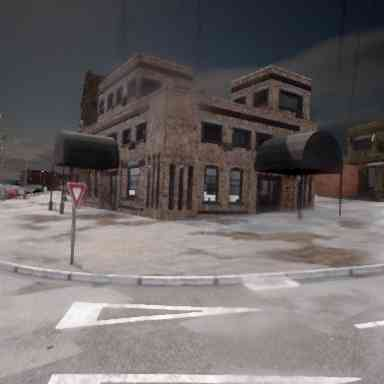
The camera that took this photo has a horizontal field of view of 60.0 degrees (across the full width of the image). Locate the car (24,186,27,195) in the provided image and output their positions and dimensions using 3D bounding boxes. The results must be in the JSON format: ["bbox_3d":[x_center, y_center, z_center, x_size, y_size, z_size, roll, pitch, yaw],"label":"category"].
[{"bbox_3d":[-34.141,-0.024,61.659,5.366,1.575,1.946,3,1,-18],"label":"car"}]

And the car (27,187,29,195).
[{"bbox_3d":[-34.806,-0.044,64.314,4.674,1.452,2.002,3,1,-17],"label":"car"}]

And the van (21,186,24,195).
[{"bbox_3d":[-32.975,-0.160,59.163,4.442,1.987,1.878,3,1,-19],"label":"van"}]

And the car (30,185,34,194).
[{"bbox_3d":[-36.382,-0.201,69.538,4.792,1.488,2.163,3,1,-16],"label":"car"}]

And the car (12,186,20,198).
[{"bbox_3d":[-30.342,0.018,51.554,5.566,2.045,2.435,3,0,-20],"label":"car"}]

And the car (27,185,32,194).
[{"bbox_3d":[-35.650,-0.129,66.910,4.792,1.488,2.163,3,1,-17],"label":"car"}]

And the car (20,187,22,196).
[{"bbox_3d":[-32.213,0.171,56.563,4.674,1.452,2.002,3,1,-19],"label":"car"}]

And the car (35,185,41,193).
[{"bbox_3d":[-38.673,-0.432,77.534,4.792,1.488,2.163,3,1,-14],"label":"car"}]

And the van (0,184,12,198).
[{"bbox_3d":[-29.509,0.104,48.935,4.442,1.987,1.878,3,0,-21],"label":"van"}]

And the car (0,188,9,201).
[{"bbox_3d":[-27.480,0.466,43.817,4.892,1.521,2.231,3,0,-21],"label":"car"}]

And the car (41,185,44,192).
[{"bbox_3d":[-39.980,-0.840,82.833,5.566,2.045,2.435,3,0,-13],"label":"car"}]

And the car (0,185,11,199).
[{"bbox_3d":[-28.407,0.277,46.408,4.553,1.767,2.185,3,0,-21],"label":"car"}]

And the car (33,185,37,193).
[{"bbox_3d":[-37.176,-0.306,72.151,4.892,1.521,2.231,3,1,-16],"label":"car"}]
